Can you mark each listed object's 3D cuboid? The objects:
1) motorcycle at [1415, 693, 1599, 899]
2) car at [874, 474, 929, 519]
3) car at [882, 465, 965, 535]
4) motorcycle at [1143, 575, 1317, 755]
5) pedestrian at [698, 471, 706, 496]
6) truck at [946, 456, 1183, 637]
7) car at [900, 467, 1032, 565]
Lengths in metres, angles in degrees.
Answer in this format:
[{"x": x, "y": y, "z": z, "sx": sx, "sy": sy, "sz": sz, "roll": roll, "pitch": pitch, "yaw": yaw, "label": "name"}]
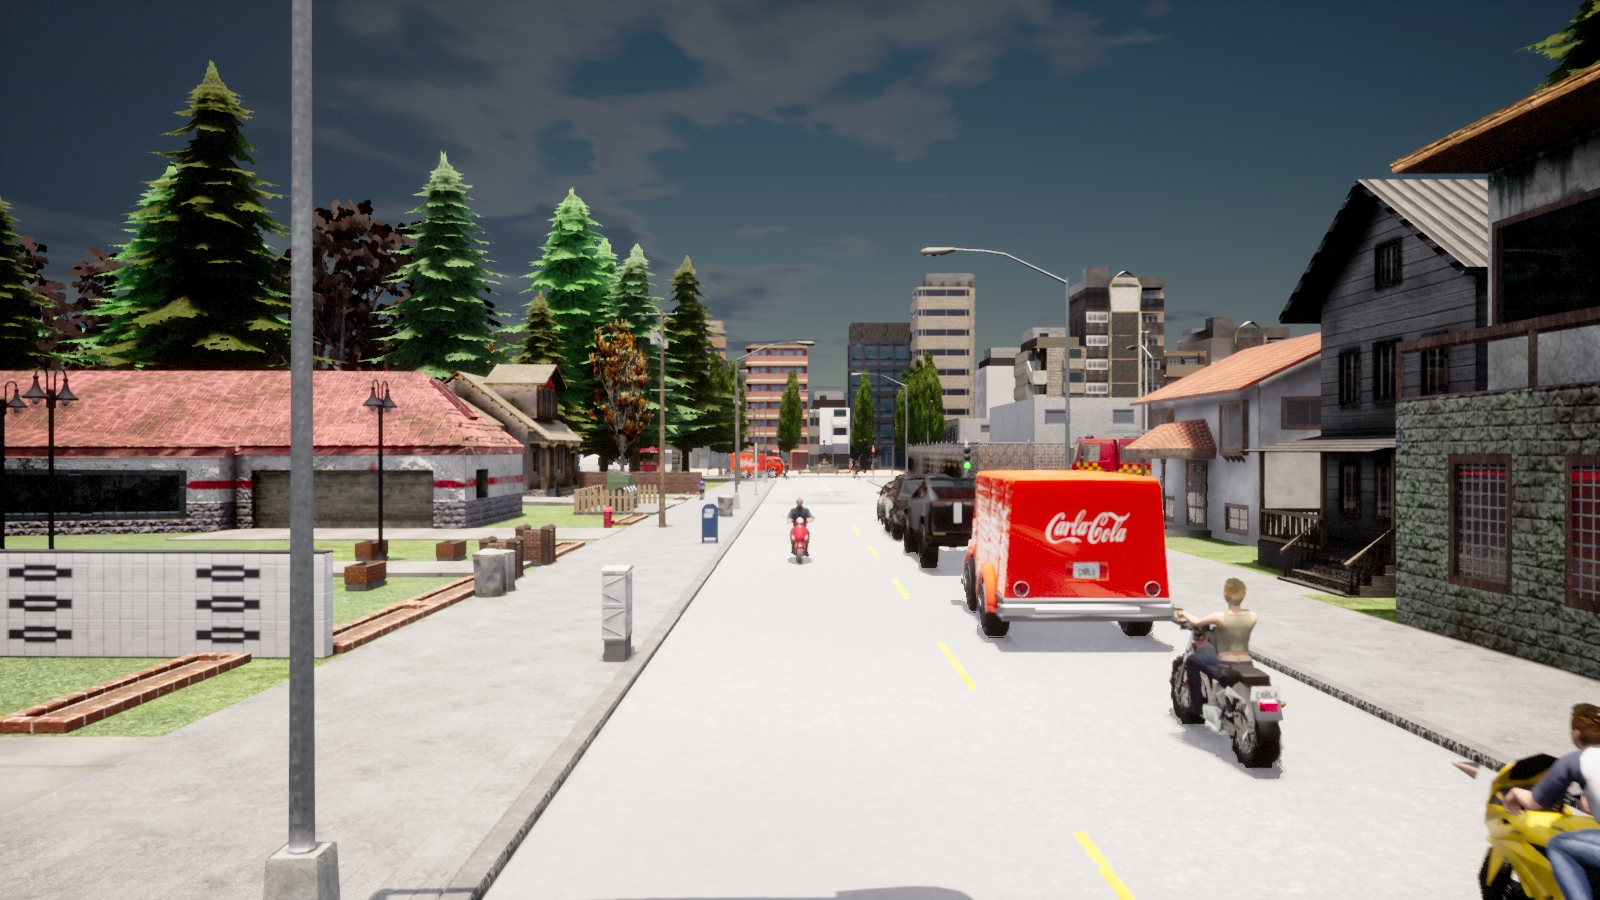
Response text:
[{"x": 3.992, "y": 1.993, "z": 5.656, "sx": 0.803, "sy": 1.145, "sz": 2.033, "roll": 0, "pitch": 0, "yaw": 0, "label": "motorcycle"}, {"x": 3.926, "y": 1.779, "z": 44.655, "sx": 1.851, "sy": 1.617, "sz": 3.988, "roll": 0, "pitch": 0, "yaw": 1, "label": "car"}, {"x": 3.977, "y": 1.560, "z": 37.664, "sx": 2.150, "sy": 2.045, "sz": 5.566, "roll": 0, "pitch": 0, "yaw": 0, "label": "car"}, {"x": 4.001, "y": 1.950, "z": 10.865, "sx": 0.764, "sy": 1.277, "sz": 2.356, "roll": 0, "pitch": 0, "yaw": 0, "label": "motorcycle"}, {"x": -5.283, "y": 1.803, "z": 61.647, "sx": 0.375, "sy": 1.300, "sz": 0.375, "roll": 0, "pitch": 0, "yaw": 3, "label": "pedestrian"}, {"x": 3.993, "y": 1.349, "z": 18.432, "sx": 2.627, "sy": 2.467, "sz": 5.204, "roll": 0, "pitch": 0, "yaw": 0, "label": "truck"}, {"x": 3.987, "y": 1.534, "z": 28.692, "sx": 2.390, "sy": 2.098, "sz": 6.274, "roll": 0, "pitch": 0, "yaw": 0, "label": "car"}]
